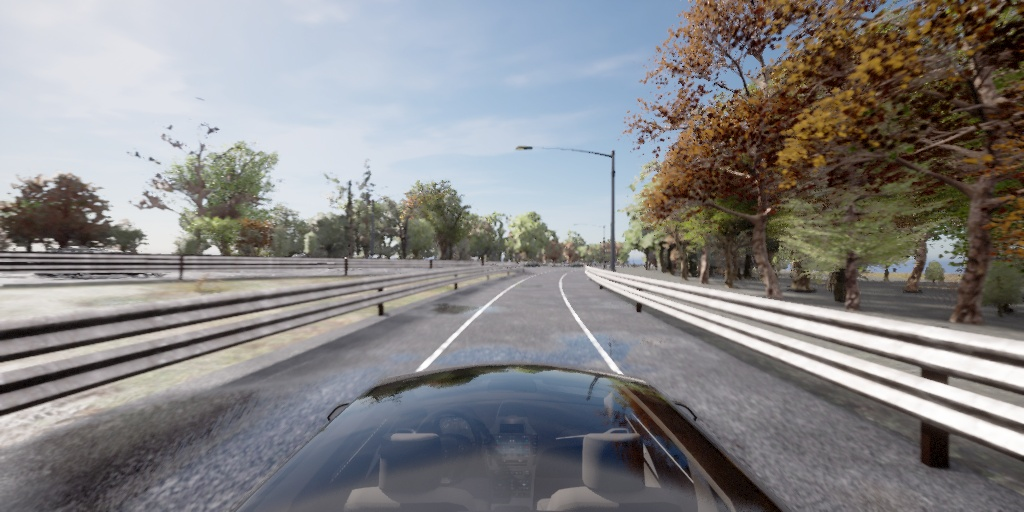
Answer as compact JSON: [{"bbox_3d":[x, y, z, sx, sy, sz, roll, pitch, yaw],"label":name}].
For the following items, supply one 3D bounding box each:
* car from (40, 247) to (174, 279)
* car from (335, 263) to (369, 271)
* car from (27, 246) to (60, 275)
[{"bbox_3d":[-23.075,0.481,20.930,1.882,1.535,5.008,0,-1,28],"label":"car"},{"bbox_3d":[-19.266,1.020,43.396,1.994,1.385,4.181,0,-1,27],"label":"car"},{"bbox_3d":[-26.196,0.336,22.511,2.097,1.767,4.553,0,-1,28],"label":"car"}]
